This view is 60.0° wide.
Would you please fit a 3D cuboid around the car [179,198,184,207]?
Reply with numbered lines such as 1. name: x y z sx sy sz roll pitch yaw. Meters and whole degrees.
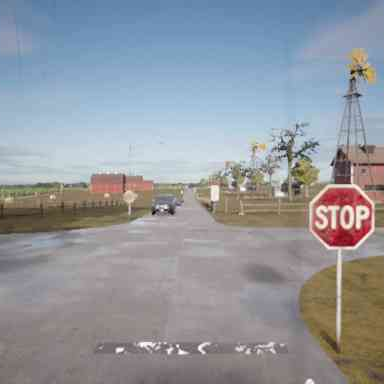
1. car: -2.812 1.796 57.418 2.033 1.411 5.357 0 0 0

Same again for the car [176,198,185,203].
1. car: -2.837 2.095 81.889 1.895 1.301 4.718 0 -1 0

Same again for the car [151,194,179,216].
1. car: -2.784 1.268 33.486 2.150 2.045 5.566 0 2 0
